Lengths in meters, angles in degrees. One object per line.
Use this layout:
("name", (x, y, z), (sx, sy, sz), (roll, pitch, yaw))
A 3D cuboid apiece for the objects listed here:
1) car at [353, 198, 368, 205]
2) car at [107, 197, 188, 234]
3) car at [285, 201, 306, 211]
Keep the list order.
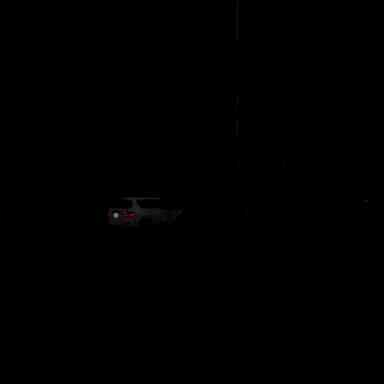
("car", (38.923, 2.116, 77.401), (2.097, 1.767, 4.553), (-1, -1, 36))
("car", (-2.507, 1.335, 20.067), (2.150, 2.045, 5.566), (-1, -1, 36))
("car", (15.164, 2.049, 49.124), (1.895, 1.301, 4.718), (-1, -1, 36))
